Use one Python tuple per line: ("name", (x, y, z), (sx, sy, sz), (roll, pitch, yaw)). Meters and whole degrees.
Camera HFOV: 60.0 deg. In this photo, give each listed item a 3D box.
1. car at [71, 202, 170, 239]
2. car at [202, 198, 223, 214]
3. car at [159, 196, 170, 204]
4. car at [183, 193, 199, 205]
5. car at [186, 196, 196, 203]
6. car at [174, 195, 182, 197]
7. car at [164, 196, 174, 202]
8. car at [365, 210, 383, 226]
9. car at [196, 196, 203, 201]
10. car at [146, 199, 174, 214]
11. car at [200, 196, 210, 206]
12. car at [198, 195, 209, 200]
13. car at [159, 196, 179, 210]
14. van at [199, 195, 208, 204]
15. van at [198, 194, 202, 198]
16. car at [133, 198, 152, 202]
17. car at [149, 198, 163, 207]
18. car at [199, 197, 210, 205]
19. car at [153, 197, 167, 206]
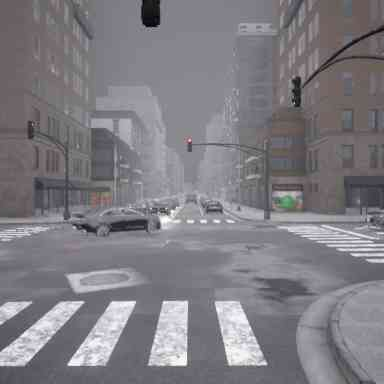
("car", (-3.872, 1.503, 17.611), (4.902, 1.511, 2.128), (0, 0, -42))
("car", (2.360, 1.606, 36.117), (1.947, 1.339, 4.313), (0, 0, 0))
("car", (-5.604, 1.552, 69.197), (1.967, 1.590, 4.097), (0, 0, 0))
("car", (-0.124, 1.317, 63.312), (2.150, 2.045, 5.566), (0, 0, 0))
("car", (-0.200, 1.678, 73.680), (1.994, 1.385, 4.181), (0, 0, 0))
("car", (-3.084, 1.636, 53.432), (1.994, 1.385, 4.181), (0, 0, 0))
("car", (-5.583, 1.694, 80.218), (2.008, 1.369, 4.403), (0, 0, 0))
("car", (13.382, 1.442, 20.628), (4.902, 1.511, 2.128), (0, 0, 0))
("car", (2.050, 1.698, 90.086), (1.812, 1.442, 4.674), (0, 0, 0))
("car", (-3.133, 1.637, 33.495), (1.895, 1.301, 4.718), (0, 0, 0))
("car", (2.380, 1.641, 47.139), (1.802, 1.307, 4.206), (0, 0, 0))
("car", (2.390, 1.637, 52.650), (1.947, 1.339, 4.313), (0, 0, 0))
("car", (-3.110, 1.617, 43.473), (1.994, 1.385, 4.181), (0, 0, 1))
("van", (2.421, 1.453, 69.182), (1.690, 1.788, 3.998), (0, 0, 0))
("van", (2.401, 1.424, 58.161), (1.690, 1.788, 3.998), (0, 0, 0))
("car", (-5.665, 1.480, 36.132), (1.967, 1.590, 4.097), (0, 0, 0))
("car", (-5.634, 1.653, 52.664), (1.802, 1.307, 4.206), (0, 0, 0))
("car", (2.411, 1.647, 63.671), (2.008, 1.369, 4.403), (0, 0, 0))
("car", (-5.624, 1.634, 58.175), (2.008, 1.369, 4.403), (0, 0, 0))
